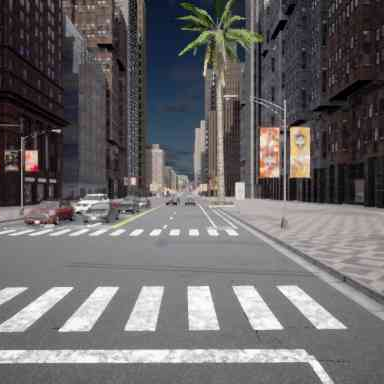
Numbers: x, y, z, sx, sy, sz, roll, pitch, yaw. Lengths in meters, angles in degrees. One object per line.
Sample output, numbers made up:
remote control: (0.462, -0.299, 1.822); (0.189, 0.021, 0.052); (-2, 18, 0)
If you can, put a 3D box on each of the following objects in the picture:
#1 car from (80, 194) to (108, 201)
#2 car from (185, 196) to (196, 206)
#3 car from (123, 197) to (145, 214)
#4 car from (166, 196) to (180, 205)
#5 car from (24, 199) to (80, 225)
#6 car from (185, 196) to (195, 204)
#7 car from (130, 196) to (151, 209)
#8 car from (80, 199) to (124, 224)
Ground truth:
car: (-10.035, 1.231, 34.250); (2.150, 2.045, 5.566); (0, 0, 0)
car: (-0.308, 1.585, 56.112); (2.033, 1.411, 5.357); (0, 0, 0)
car: (-6.793, 1.558, 35.838); (2.033, 1.411, 5.357); (0, 0, 0)
car: (-3.462, 1.640, 57.424); (1.895, 1.301, 4.718); (0, 0, -1)
car: (-9.976, 1.355, 23.649); (2.097, 1.767, 4.553); (0, 0, 0)
car: (-0.366, 1.537, 66.534); (1.882, 1.535, 5.008); (0, 0, 0)
car: (-6.841, 1.512, 46.135); (2.128, 1.511, 4.902); (0, 0, 0)
car: (-6.732, 1.530, 25.026); (1.812, 1.442, 4.674); (0, 0, 0)
